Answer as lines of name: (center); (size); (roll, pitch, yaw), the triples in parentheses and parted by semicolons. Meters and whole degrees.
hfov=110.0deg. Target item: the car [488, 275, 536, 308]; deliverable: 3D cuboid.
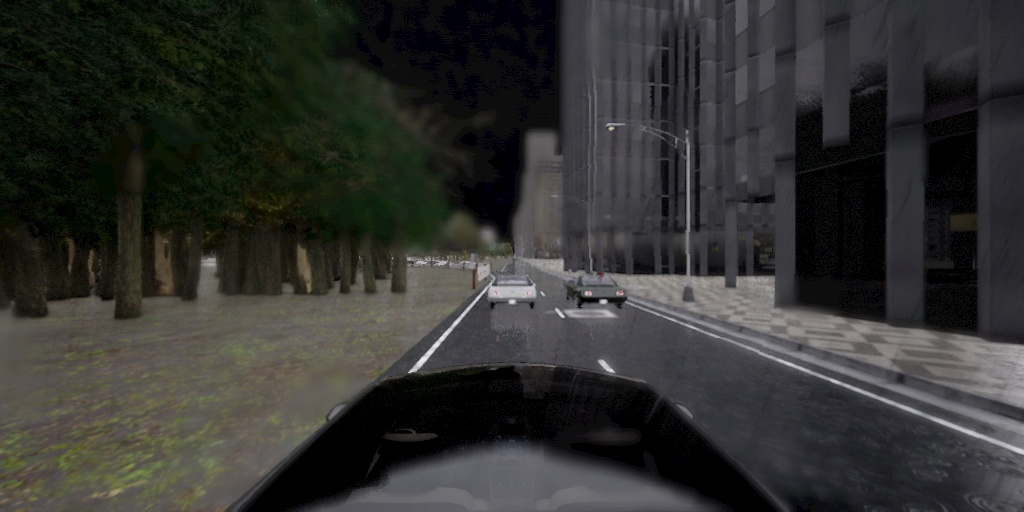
car: (0.013, 1.482, 15.951); (1.895, 1.301, 4.718); (0, 0, 0)

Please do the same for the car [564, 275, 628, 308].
car: (3.512, 1.482, 15.949); (1.895, 1.301, 4.718); (0, 0, 0)
